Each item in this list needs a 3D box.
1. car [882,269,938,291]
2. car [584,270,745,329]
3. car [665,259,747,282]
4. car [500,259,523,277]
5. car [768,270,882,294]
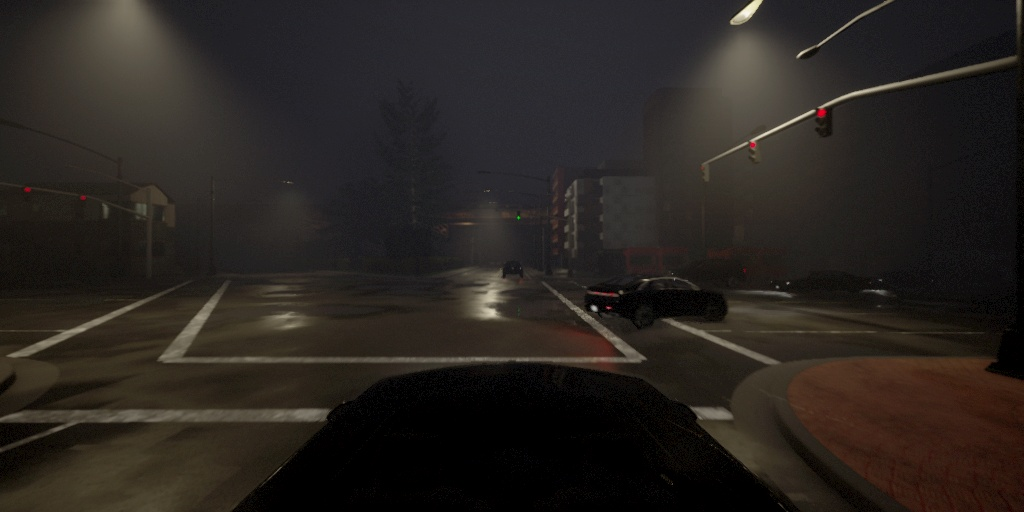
[{"bbox_3d":[27.801,1.692,25.871,4.674,1.442,1.812,0,0,-1],"label":"car"},{"bbox_3d":[4.646,1.325,11.424,4.902,1.511,2.128,0,-1,-23],"label":"car"},{"bbox_3d":[13.743,1.203,25.771,5.566,2.045,2.150,1,0,0],"label":"car"},{"bbox_3d":[0.091,1.278,38.401,2.097,1.767,4.553,0,0,0],"label":"car"},{"bbox_3d":[19.169,1.574,22.315,5.357,1.411,2.033,1,0,0],"label":"car"}]
